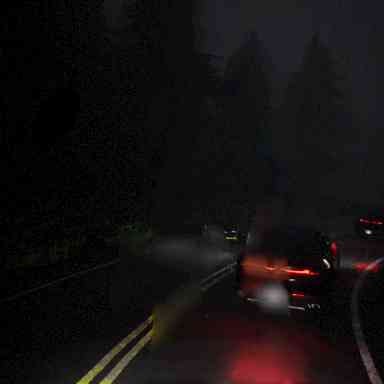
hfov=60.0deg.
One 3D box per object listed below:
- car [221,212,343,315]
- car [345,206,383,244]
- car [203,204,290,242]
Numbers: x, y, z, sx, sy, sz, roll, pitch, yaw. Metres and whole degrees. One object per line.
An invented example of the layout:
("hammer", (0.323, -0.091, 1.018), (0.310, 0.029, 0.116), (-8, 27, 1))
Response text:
("car", (2.426, 1.502, 7.848), (1.837, 1.490, 4.892), (2, 1, 25))
("car", (9.476, 1.408, 15.342), (4.892, 1.490, 1.837), (-1, 5, -33))
("car", (2.517, 1.284, 13.952), (1.837, 1.490, 4.892), (3, 3, 44))
